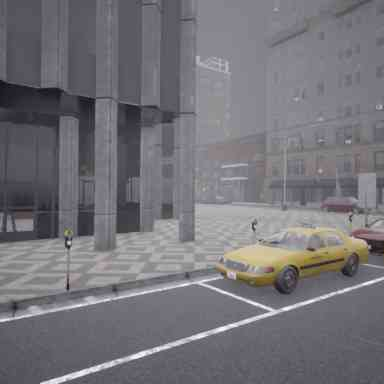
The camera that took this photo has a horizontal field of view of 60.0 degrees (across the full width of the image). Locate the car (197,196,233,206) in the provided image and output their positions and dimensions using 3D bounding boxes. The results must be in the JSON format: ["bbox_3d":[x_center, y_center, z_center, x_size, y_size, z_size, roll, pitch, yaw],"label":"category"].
[{"bbox_3d":[3.421,1.218,47.055,2.033,1.411,5.357,1,0,-35],"label":"car"}]

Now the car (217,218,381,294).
[{"bbox_3d":[2.841,1.527,8.790,4.829,1.417,1.752,0,1,-36],"label":"car"}]

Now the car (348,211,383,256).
[{"bbox_3d":[7.555,1.548,12.160,4.507,1.381,1.887,0,1,-36],"label":"car"}]

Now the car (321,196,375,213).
[{"bbox_3d":[14.598,1.199,31.221,2.097,1.767,4.553,1,0,-35],"label":"car"}]

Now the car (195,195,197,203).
[{"bbox_3d":[-0.593,1.090,58.195,2.128,1.511,4.902,1,0,-35],"label":"car"}]

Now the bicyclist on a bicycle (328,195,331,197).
[{"bbox_3d":[16.356,1.160,39.546,1.656,1.620,0.582,0,0,-35],"label":"bicyclist on a bicycle"}]
